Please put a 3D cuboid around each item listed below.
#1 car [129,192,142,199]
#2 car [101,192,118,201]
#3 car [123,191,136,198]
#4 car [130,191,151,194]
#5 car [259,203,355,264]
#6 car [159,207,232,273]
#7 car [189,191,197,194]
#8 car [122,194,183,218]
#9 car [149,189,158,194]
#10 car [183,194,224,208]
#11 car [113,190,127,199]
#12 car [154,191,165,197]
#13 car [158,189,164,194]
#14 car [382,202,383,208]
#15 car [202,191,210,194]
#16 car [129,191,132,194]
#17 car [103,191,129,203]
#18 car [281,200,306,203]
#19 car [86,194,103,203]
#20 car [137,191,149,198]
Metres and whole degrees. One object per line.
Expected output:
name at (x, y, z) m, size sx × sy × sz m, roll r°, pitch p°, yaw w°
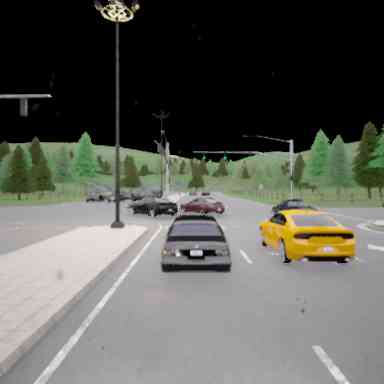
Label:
car at (-11.490, 0.726, 67.940) m, size 1.994 × 1.385 × 4.181 m, roll 0°, pitch 1°, yaw 0°
car at (-14.991, 0.781, 60.596) m, size 1.812 × 1.442 × 4.674 m, roll 0°, pitch 1°, yaw 0°
car at (-14.984, 0.560, 79.700) m, size 2.033 × 1.411 × 5.357 m, roll 0°, pitch 1°, yaw 0°
car at (-8.040, 0.959, 52.213) m, size 1.895 × 1.301 × 4.718 m, roll 0°, pitch 1°, yaw 0°
car at (3.599, 1.338, 11.269) m, size 1.882 × 1.535 × 5.008 m, roll 0°, pitch 1°, yaw 0°
car at (0.098, 1.421, 10.160) m, size 2.033 × 1.411 × 5.357 m, roll 0°, pitch 1°, yaw 0°
car at (0.265, 0.391, 94.647) m, size 1.994 × 1.385 × 4.181 m, roll 0°, pitch 1°, yaw 2°
car at (-3.217, 1.154, 26.279) m, size 1.882 × 1.535 × 5.008 m, roll 1°, pitch 0°, yaw -41°
car at (-7.991, 0.600, 61.152) m, size 2.097 × 1.767 × 4.553 m, roll 0°, pitch 1°, yaw 0°
car at (0.816, 1.181, 27.968) m, size 1.812 × 1.442 × 4.674 m, roll 0°, pitch 0°, yaw -34°
car at (-14.990, 0.502, 69.456) m, size 2.097 × 1.767 × 4.553 m, roll 0°, pitch 1°, yaw 0°
car at (-7.973, 0.528, 81.865) m, size 2.033 × 1.411 × 5.357 m, roll 0°, pitch 1°, yaw 0°
car at (-7.990, 0.348, 71.450) m, size 2.150 × 2.045 × 5.566 m, roll 0°, pitch 1°, yaw 0°
car at (20.909, 1.210, 31.795) m, size 4.718 × 1.301 × 1.895 m, roll 0°, pitch 1°, yaw 1°
car at (3.553, 0.439, 84.650) m, size 1.882 × 1.535 × 5.008 m, roll 0°, pitch 1°, yaw 1°
car at (-11.491, 0.829, 59.823) m, size 1.994 × 1.385 × 4.181 m, roll 0°, pitch 1°, yaw 0°
car at (-11.553, 0.865, 50.962) m, size 2.128 × 1.511 × 4.902 m, roll 0°, pitch 1°, yaw 1°
car at (7.100, 1.258, 23.460) m, size 2.033 × 1.411 × 5.357 m, roll 0°, pitch 1°, yaw 0°
car at (-15.034, 0.925, 51.968) m, size 1.994 × 1.385 × 4.181 m, roll 0°, pitch 1°, yaw 0°
car at (-11.486, 0.566, 78.073) m, size 2.128 × 1.511 × 4.902 m, roll 0°, pitch 1°, yaw 0°
